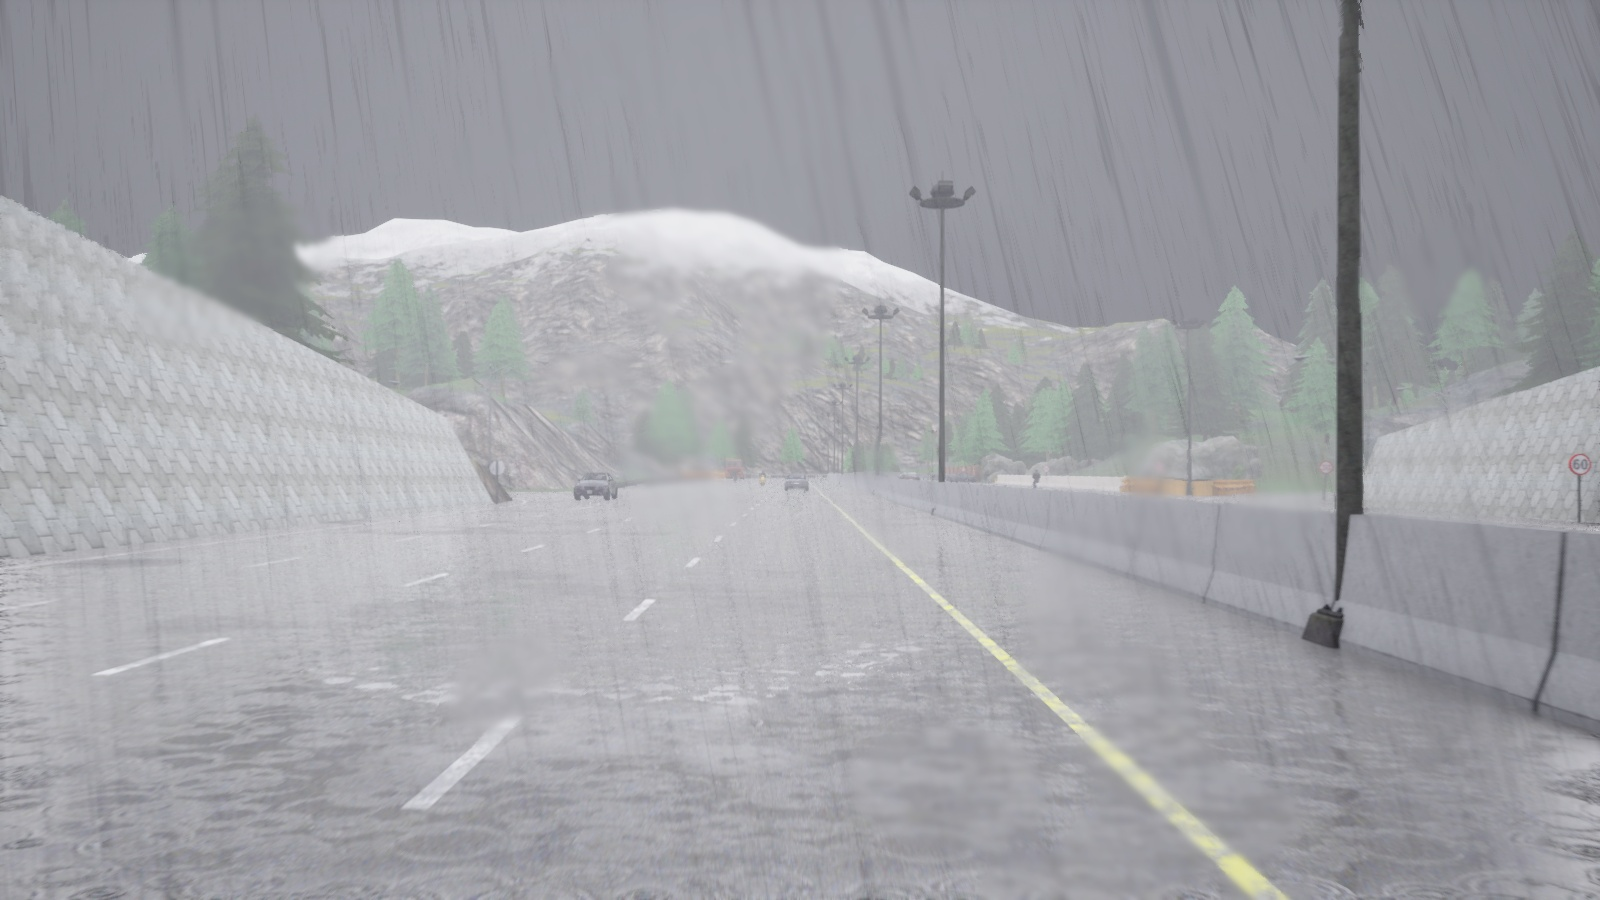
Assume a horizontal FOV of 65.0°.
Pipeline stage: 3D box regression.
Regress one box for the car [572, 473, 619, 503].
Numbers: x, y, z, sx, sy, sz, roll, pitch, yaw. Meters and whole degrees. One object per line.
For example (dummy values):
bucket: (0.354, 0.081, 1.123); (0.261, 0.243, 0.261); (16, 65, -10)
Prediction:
car: (-10.659, 1.972, 65.768); (1.816, 1.474, 4.193); (0, -1, 0)
